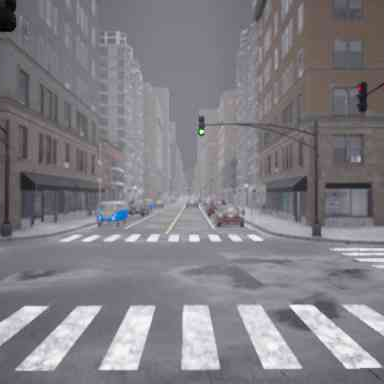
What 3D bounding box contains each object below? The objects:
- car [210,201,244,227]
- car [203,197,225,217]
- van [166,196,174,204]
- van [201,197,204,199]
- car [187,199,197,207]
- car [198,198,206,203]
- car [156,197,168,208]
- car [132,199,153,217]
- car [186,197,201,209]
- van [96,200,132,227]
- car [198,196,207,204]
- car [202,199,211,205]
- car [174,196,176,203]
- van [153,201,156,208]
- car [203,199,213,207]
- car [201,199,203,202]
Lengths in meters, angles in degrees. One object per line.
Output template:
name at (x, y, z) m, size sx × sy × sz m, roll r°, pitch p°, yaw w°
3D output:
car at (2.670, 1.688, 24.740) m, size 1.967 × 1.590 × 4.097 m, roll 0°, pitch -1°, yaw 0°
car at (2.671, 1.671, 35.911) m, size 2.192 × 1.841 × 5.009 m, roll 0°, pitch -1°, yaw 0°
van at (-5.851, 2.070, 80.583) m, size 1.690 × 1.788 × 3.998 m, roll 0°, pitch 0°, yaw 0°
van at (2.673, 1.845, 52.665) m, size 1.690 × 1.788 × 3.998 m, roll 0°, pitch 0°, yaw 0°
car at (0.004, 2.138, 65.737) m, size 1.812 × 1.442 × 4.674 m, roll 0°, pitch 0°, yaw 0°
car at (2.675, 2.367, 91.758) m, size 2.008 × 1.369 × 4.403 m, roll 0°, pitch 0°, yaw 0°
car at (-5.852, 2.095, 58.238) m, size 1.887 × 1.381 × 4.507 m, roll 0°, pitch 0°, yaw 0°
car at (-5.855, 1.670, 35.896) m, size 2.192 × 1.841 × 5.009 m, roll 0°, pitch -1°, yaw 0°
car at (0.053, 1.882, 55.716) m, size 2.097 × 1.767 × 4.553 m, roll 0°, pitch 0°, yaw 0°
van at (-5.856, 1.589, 24.724) m, size 1.690 × 1.788 × 3.998 m, roll 0°, pitch -1°, yaw 0°
car at (2.675, 2.088, 86.174) m, size 2.192 × 1.841 × 5.009 m, roll 0°, pitch 0°, yaw 0°
car at (3.153, 2.207, 74.560) m, size 1.812 × 1.442 × 4.674 m, roll 0°, pitch 0°, yaw 0°
car at (-5.851, 2.339, 86.167) m, size 1.947 × 1.339 × 4.313 m, roll 0°, pitch 0°, yaw 0°
van at (-5.854, 1.748, 41.481) m, size 1.690 × 1.788 × 3.998 m, roll 0°, pitch -1°, yaw 0°
car at (3.149, 2.130, 67.561) m, size 1.837 × 1.490 × 4.892 m, roll 0°, pitch 0°, yaw 0°
car at (2.672, 2.007, 47.078) m, size 2.008 × 1.369 × 4.403 m, roll 0°, pitch 0°, yaw 0°
